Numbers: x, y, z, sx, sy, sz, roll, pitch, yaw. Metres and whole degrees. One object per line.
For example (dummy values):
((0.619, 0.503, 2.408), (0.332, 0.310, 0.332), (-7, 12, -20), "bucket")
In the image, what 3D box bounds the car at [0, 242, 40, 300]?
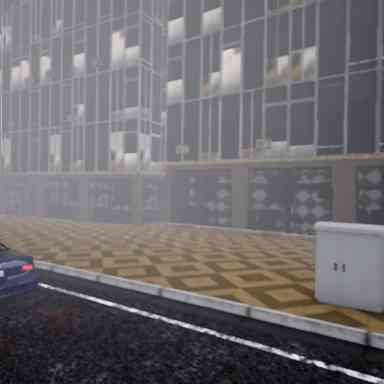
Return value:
((-5.622, 1.535, 7.412), (5.357, 1.411, 2.033), (0, 0, 34), "car")
